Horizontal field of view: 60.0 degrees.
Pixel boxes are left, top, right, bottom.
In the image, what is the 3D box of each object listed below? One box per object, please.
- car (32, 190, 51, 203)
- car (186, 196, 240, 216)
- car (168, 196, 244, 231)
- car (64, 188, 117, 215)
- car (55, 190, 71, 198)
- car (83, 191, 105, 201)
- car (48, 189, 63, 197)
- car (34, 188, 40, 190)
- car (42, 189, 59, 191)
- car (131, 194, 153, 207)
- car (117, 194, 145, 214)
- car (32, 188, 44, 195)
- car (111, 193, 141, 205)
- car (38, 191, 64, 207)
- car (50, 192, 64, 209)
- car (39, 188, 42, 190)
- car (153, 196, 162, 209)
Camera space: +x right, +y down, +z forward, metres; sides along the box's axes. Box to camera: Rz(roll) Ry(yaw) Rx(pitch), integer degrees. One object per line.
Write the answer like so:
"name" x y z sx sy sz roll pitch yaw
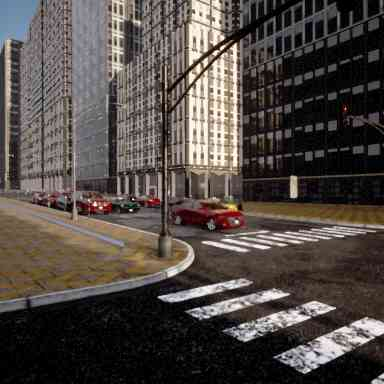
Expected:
"car" -18.323 0.793 40.826 1.802 1.307 4.206 1 0 -36
"car" 1.662 1.127 27.811 1.752 1.417 4.829 1 0 -36
"car" 0.806 1.221 19.009 1.882 1.535 5.008 0 1 -37
"car" -8.378 0.841 27.209 2.192 1.841 5.009 1 0 -36
"car" -24.914 0.289 64.068 1.752 1.417 4.829 1 0 -36
"car" -14.874 0.646 50.314 1.947 1.339 4.313 1 0 -36
"car" -28.127 0.214 68.469 2.008 1.369 4.403 1 0 -36
"car" -34.752 -0.104 77.547 1.967 1.590 4.097 1 0 -36
"car" -25.091 0.380 59.870 2.033 1.411 5.357 0 1 -34
"car" -4.934 0.977 36.697 1.802 1.307 4.206 1 0 -36
"car" -6.205 1.122 28.598 1.895 1.301 4.718 0 1 -36
"car" -38.065 -0.208 82.086 1.967 1.590 4.097 1 0 -36
"car" -8.248 0.856 41.236 1.947 1.339 4.313 1 0 -36
"car" -15.009 0.861 36.287 1.887 1.381 4.507 1 0 -36
"car" -11.697 0.987 31.749 1.947 1.339 4.313 1 0 -36
"car" -31.441 0.104 73.009 1.887 1.381 4.507 1 0 -36
"car" -1.620 1.066 32.158 1.947 1.339 4.313 1 0 -36
